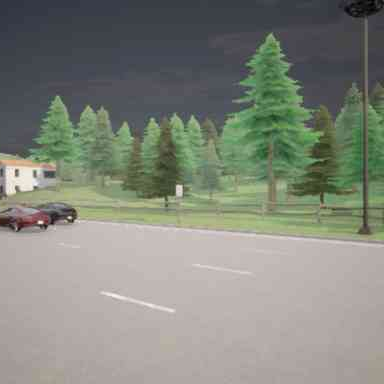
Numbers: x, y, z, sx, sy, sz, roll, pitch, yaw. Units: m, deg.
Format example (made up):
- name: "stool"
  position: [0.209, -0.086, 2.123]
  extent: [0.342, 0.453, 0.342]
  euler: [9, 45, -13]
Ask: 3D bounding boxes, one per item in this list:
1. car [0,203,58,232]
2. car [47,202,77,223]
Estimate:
- name: "car"
  position: [-10.366, 1.536, 19.959]
  extent: [4.674, 1.442, 1.812]
  euler: [0, 0, 35]
- name: "car"
  position: [-10.393, 1.517, 24.293]
  extent: [4.892, 1.490, 1.837]
  euler: [0, 0, 35]
